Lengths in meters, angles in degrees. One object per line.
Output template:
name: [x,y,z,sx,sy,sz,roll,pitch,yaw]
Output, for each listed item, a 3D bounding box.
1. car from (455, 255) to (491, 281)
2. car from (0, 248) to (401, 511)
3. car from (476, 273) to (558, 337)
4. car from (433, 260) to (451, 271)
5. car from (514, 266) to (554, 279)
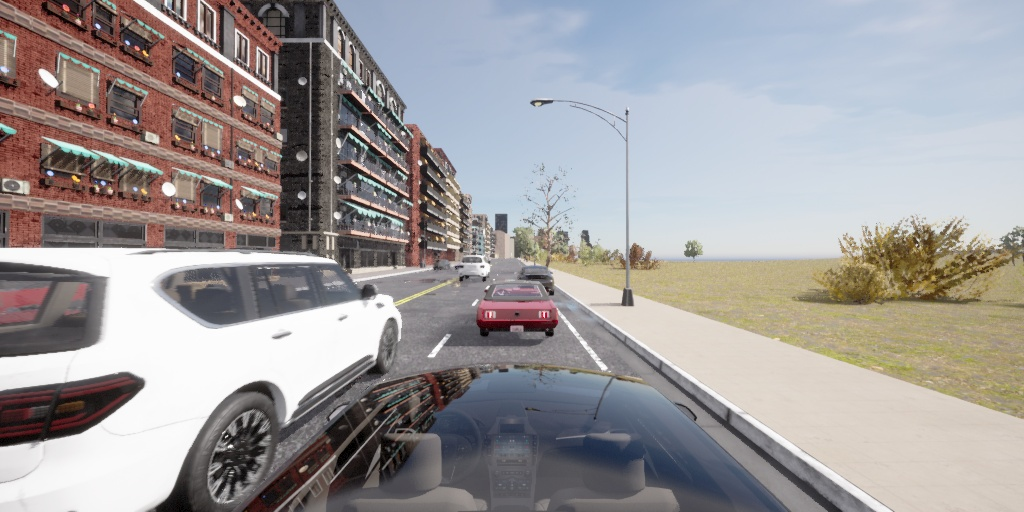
car: [-3.044,0.975,29.963,2.150,2.045,5.566,0,0,0]
car: [-3.141,0.969,4.329,2.150,2.045,5.566,0,0,0]
car: [0.131,1.352,10.290,1.895,1.301,4.718,0,0,0]
car: [-9.666,1.256,49.693,1.837,1.490,4.892,0,0,0]
car: [1.203,1.257,19.491,1.837,1.490,4.892,0,0,0]
